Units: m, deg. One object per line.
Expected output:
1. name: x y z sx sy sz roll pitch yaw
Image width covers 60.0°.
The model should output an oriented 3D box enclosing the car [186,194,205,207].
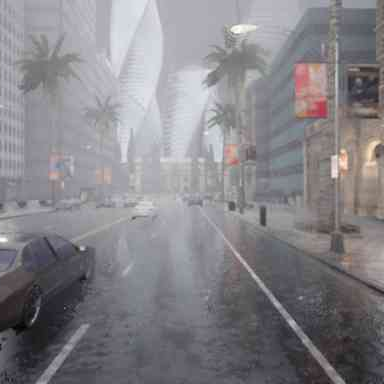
1. car: 0.497 1.283 50.181 2.097 1.767 4.553 0 0 -1

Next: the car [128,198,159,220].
1. car: -3.797 1.488 27.744 1.812 1.442 4.674 0 0 -1

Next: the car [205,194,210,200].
1. car: 3.134 1.259 80.512 1.994 1.385 4.181 0 0 32

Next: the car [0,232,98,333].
1. car: -3.505 1.538 6.784 2.033 1.411 5.357 0 0 0

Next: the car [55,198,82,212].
1. car: -14.132 1.428 38.338 2.231 1.521 4.892 0 0 -1

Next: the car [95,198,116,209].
1. car: -11.203 1.505 43.345 1.994 1.385 4.181 0 0 -1

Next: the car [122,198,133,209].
1. car: -7.703 1.467 43.210 1.812 1.442 4.674 0 0 -1

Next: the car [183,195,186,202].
1. car: -0.691 1.301 68.473 1.812 1.442 4.674 0 0 10
